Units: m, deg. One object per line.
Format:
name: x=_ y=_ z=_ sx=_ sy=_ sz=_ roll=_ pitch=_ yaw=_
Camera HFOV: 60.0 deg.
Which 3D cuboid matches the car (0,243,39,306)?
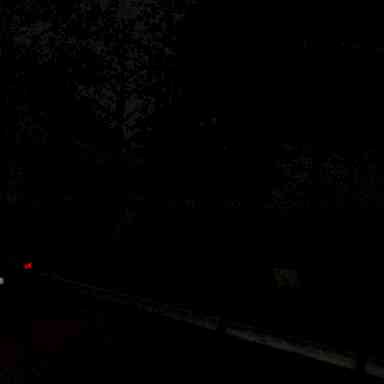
car: x=-5.103 y=1.569 z=7.006 sx=4.181 sy=1.385 sz=1.994 roll=0 pitch=0 yaw=36
